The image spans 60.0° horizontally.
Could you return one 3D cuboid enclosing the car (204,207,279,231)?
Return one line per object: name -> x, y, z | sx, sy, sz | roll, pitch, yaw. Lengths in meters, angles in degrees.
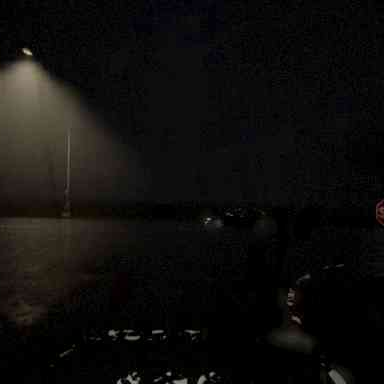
car -> 3.221, 1.735, 21.921 | 4.892, 1.490, 1.837 | 2, 0, 0
